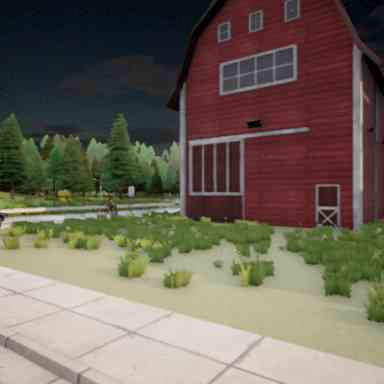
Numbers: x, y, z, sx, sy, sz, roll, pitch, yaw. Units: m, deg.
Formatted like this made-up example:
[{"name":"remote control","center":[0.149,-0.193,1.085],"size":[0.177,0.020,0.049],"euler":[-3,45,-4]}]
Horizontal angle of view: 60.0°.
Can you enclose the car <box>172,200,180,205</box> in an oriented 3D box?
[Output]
[{"name":"car","center":[-0.767,1.510,46.999],"size":[1.882,1.535,5.008],"euler":[0,0,37]}]

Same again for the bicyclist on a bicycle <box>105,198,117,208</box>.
[{"name":"bicyclist on a bicycle","center":[-6.512,1.325,26.699],"size":[1.656,1.620,0.582],"euler":[0,0,37]}]

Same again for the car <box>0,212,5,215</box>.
[{"name":"car","center":[-14.866,1.554,21.972],"size":[1.812,1.442,4.674],"euler":[-1,0,34]}]
